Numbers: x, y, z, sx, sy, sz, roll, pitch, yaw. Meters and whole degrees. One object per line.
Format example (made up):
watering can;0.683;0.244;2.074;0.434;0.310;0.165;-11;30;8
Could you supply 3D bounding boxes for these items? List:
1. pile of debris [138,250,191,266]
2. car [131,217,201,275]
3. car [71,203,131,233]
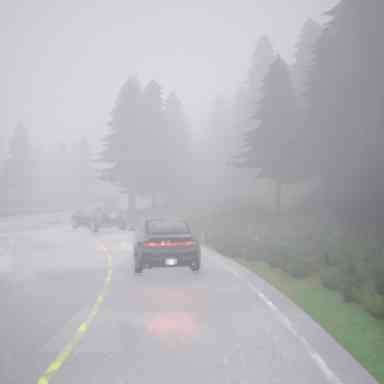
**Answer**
pile of debris;-0.993;2.246;11.430;1.500;0.140;1.860;0;0;-15
car;-0.967;1.569;10.817;1.837;1.490;4.892;0;-1;-10
car;-5.975;1.490;21.080;2.097;1.767;4.553;0;0;-40
